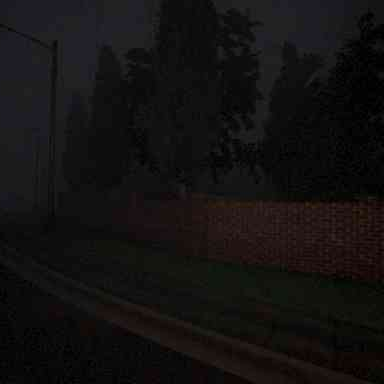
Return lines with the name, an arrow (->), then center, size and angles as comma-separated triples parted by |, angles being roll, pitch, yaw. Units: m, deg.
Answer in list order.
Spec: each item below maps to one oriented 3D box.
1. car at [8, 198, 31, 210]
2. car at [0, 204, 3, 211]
car -> -30.459, 2.217, 58.844 | 2.150, 2.045, 5.566 | 1, -3, -6
car -> -28.537, 1.966, 47.390 | 1.994, 1.385, 4.181 | 1, -3, -12
